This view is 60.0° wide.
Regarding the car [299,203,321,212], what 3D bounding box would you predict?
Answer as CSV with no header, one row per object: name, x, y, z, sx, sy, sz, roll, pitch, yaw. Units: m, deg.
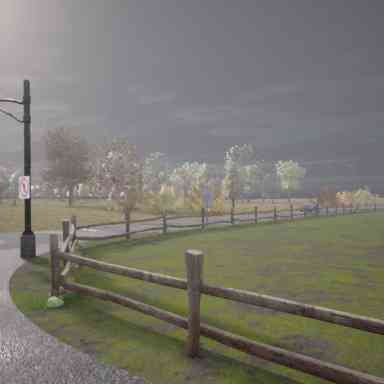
car,18.929,2.448,52.965,2.033,1.411,5.357,-1,-2,40
